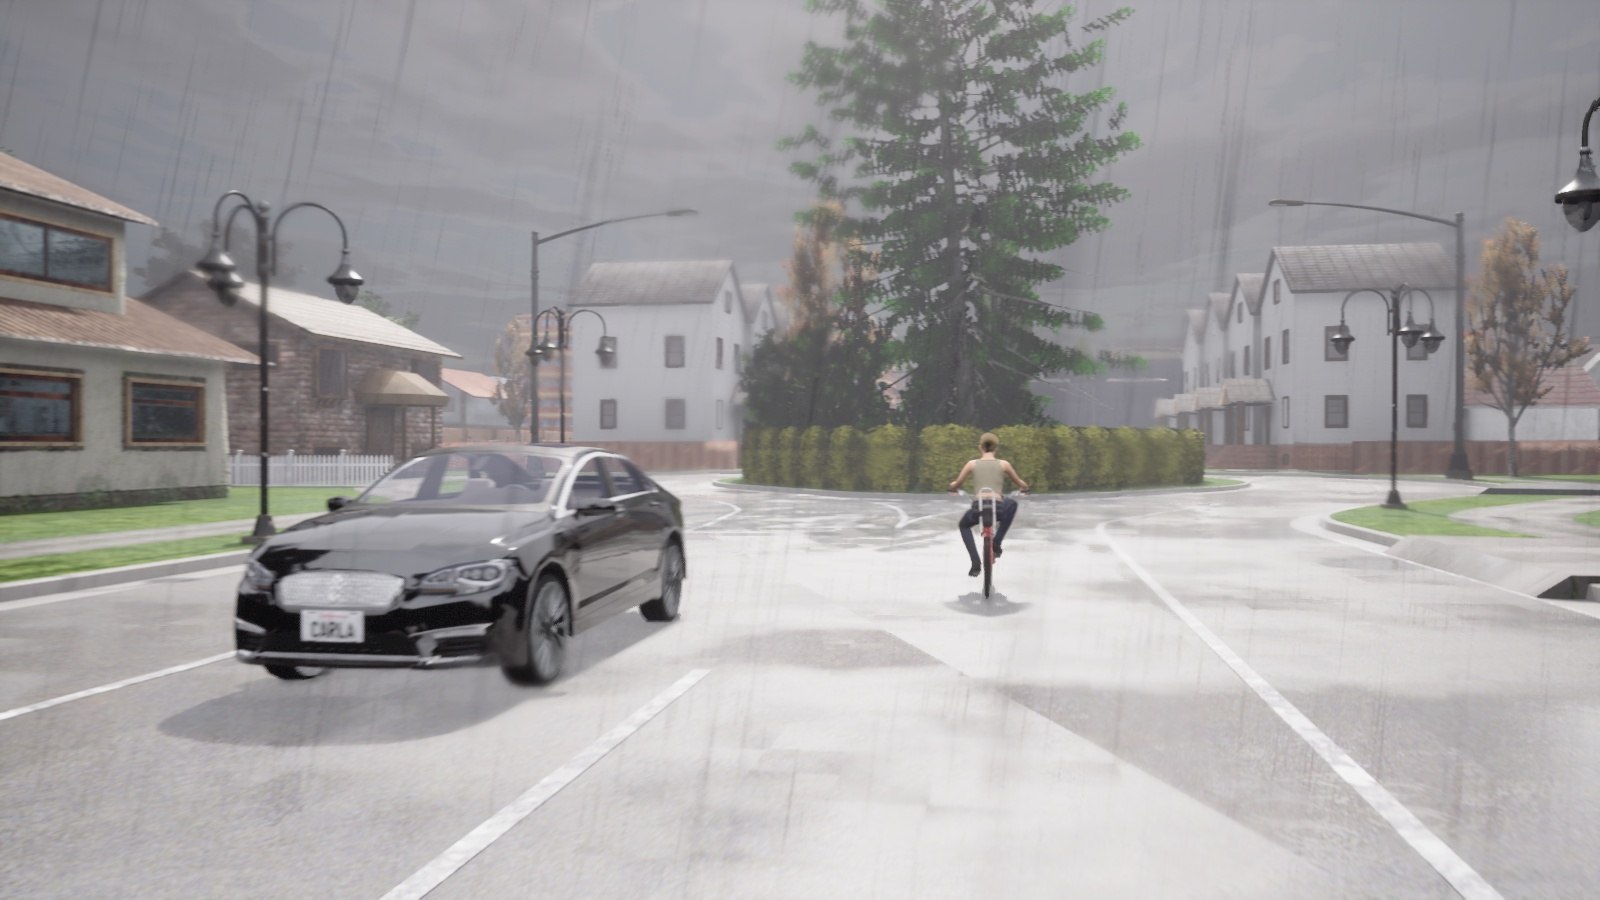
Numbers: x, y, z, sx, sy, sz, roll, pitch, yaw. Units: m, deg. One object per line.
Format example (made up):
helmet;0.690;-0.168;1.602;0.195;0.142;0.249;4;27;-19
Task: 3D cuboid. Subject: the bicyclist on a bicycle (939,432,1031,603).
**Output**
bicyclist on a bicycle;1.881;0.636;12.702;0.866;1.612;1.509;0;0;10

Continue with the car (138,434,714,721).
car;-2.225;0.662;9.205;2.128;1.511;4.902;0;0;9
